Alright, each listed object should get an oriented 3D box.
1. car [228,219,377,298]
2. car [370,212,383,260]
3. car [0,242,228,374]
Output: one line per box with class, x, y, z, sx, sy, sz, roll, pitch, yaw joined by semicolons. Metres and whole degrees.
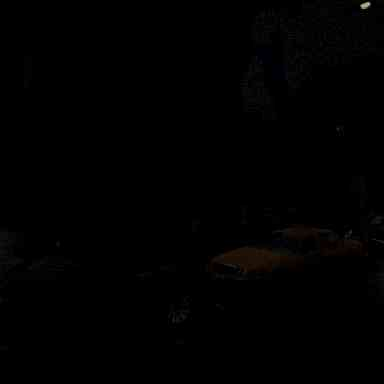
car;2.549;1.525;8.481;4.829;1.417;1.752;0;0;-36
car;7.109;1.441;11.745;4.097;1.590;1.967;0;0;-36
car;-1.734;1.566;5.414;4.313;1.339;1.947;0;0;-36
